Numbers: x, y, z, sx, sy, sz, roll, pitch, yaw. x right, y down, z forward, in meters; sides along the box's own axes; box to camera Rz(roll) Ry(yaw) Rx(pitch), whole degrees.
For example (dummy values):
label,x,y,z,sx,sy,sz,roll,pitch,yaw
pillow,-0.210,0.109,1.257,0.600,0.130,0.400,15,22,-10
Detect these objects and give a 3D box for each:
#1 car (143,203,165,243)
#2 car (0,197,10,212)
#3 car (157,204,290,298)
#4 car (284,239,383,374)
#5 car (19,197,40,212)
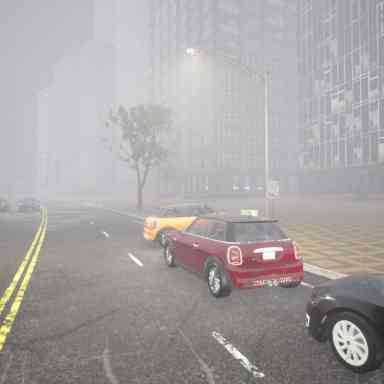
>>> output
label,x,y,z,sx,sy,sz,roll,pitch,yaw
car,0.204,1.278,14.630,4.553,1.767,2.097,-3,1,-20
car,-22.131,1.389,37.968,2.097,1.767,4.553,0,0,-24
car,0.798,1.355,8.934,2.097,1.767,4.553,0,0,-23
car,3.576,1.505,3.493,1.837,1.490,4.892,0,0,-36
car,-19.173,1.392,39.315,2.097,1.767,4.553,0,0,-24
